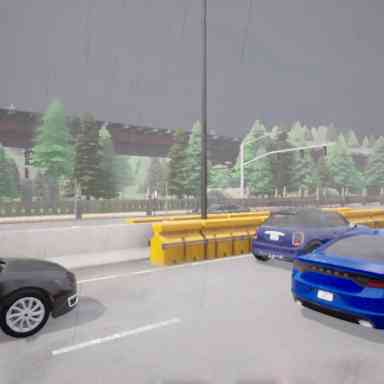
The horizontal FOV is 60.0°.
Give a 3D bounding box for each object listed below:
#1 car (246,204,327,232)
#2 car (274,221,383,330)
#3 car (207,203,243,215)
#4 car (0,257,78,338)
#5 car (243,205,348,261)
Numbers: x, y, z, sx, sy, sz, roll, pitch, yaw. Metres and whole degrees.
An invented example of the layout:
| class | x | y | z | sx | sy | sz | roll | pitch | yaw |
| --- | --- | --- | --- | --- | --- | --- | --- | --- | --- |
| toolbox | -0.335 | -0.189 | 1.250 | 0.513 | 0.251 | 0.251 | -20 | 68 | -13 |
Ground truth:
| class | x | y | z | sx | sy | sz | roll | pitch | yaw |
| --- | --- | --- | --- | --- | --- | --- | --- | --- | --- |
| car | 6.126 | 1.541 | 21.267 | 5.357 | 1.411 | 2.033 | 0 | 0 | -36 |
| car | 4.108 | 1.475 | 6.681 | 5.008 | 1.535 | 1.882 | 0 | 0 | -36 |
| car | 1.817 | 1.501 | 22.492 | 4.892 | 1.490 | 1.837 | 1 | 0 | -36 |
| car | -4.273 | 1.505 | 4.998 | 4.892 | 1.490 | 1.837 | 0 | 0 | -35 |
| car | 4.147 | 1.349 | 11.008 | 4.553 | 1.767 | 2.097 | 0 | 0 | -36 |
